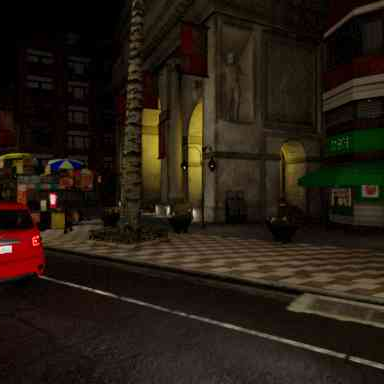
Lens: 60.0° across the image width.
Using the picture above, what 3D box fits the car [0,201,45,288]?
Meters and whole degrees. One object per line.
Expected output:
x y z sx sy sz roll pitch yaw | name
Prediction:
-5.856 1.221 8.059 5.566 2.045 2.150 0 0 36 | car
